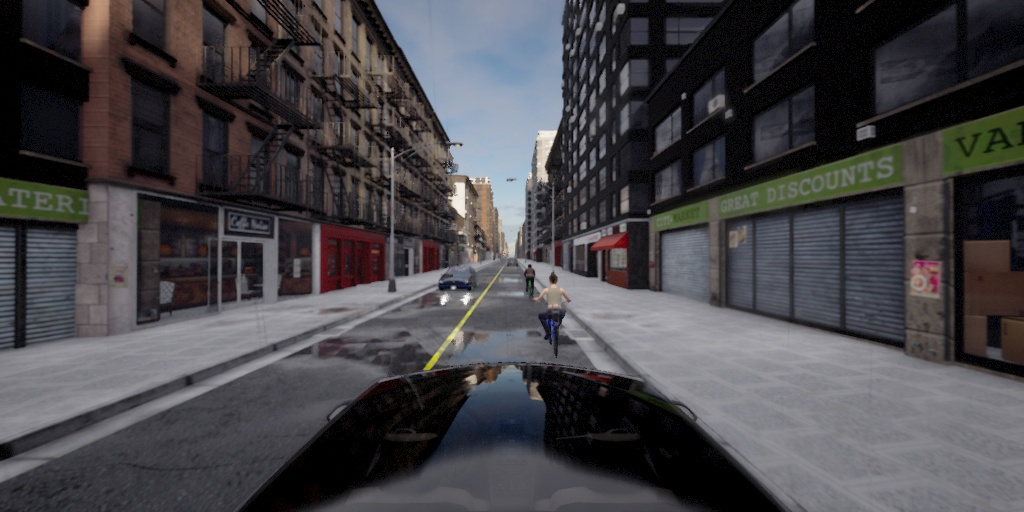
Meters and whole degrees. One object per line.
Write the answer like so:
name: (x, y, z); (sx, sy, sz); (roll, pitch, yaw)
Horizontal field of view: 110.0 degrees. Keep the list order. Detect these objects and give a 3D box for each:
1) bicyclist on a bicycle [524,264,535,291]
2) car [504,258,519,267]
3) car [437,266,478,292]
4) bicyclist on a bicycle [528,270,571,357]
bicyclist on a bicycle: (0.829, 1.203, 16.482); (0.582, 1.620, 1.656); (0, 0, 0)
car: (0.124, 1.127, 63.866); (2.128, 1.511, 4.902); (0, 0, 0)
car: (-3.091, 1.291, 21.620); (2.033, 1.411, 5.357); (0, 0, 0)
bicyclist on a bicycle: (0.859, 1.190, 7.567); (0.866, 1.612, 1.509); (0, 0, 0)
